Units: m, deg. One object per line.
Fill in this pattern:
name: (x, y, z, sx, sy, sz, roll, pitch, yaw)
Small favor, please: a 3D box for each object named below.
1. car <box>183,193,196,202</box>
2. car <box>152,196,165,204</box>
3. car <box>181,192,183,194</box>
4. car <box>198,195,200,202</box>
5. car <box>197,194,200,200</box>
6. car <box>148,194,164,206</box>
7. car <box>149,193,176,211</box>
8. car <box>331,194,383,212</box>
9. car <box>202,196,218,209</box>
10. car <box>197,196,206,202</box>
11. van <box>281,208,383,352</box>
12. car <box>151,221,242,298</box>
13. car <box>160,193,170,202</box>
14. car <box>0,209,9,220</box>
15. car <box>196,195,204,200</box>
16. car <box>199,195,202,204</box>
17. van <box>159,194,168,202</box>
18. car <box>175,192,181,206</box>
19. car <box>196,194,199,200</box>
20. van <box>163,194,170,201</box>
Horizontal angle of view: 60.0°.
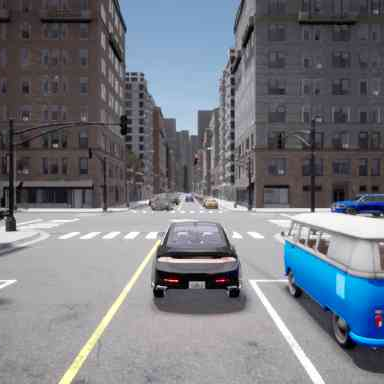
car: (-0.551, 1.495, 72.710, 1.812, 1.442, 4.674, 0, 0, -1)
car: (-6.093, 1.531, 61.637, 2.008, 1.369, 4.403, 0, 0, -1)
car: (-3.554, 1.196, 71.221, 2.150, 2.045, 5.566, 0, 0, -1)
car: (2.506, 1.535, 56.226, 2.008, 1.369, 4.403, 0, 0, -1)
car: (2.432, 1.546, 61.752, 1.947, 1.339, 4.313, 0, 0, -1)
car: (-6.019, 1.300, 56.111, 2.192, 1.841, 5.009, 0, 0, -1)
car: (-3.546, 1.344, 39.825, 2.097, 1.767, 4.553, 0, 0, 4)
car: (15.291, 1.212, 29.378, 5.566, 2.045, 2.150, 0, 0, -1)
car: (2.654, 1.516, 45.345, 1.752, 1.417, 4.829, 0, 0, -1)
car: (2.207, 1.546, 78.328, 1.802, 1.307, 4.206, 0, 0, -1)
van: (2.855, 1.341, 5.986, 1.690, 1.788, 3.998, 0, 0, 0)
car: (0.094, 1.491, 8.517, 2.128, 1.511, 4.902, 0, 0, 0)
car: (-6.318, 1.279, 78.213, 2.192, 1.841, 5.009, 0, 0, -1)
car: (-16.569, 1.580, 25.560, 4.718, 1.301, 1.895, 0, 0, -1)
car: (2.057, 1.501, 89.379, 2.008, 1.369, 4.403, 0, 0, -1)
car: (2.581, 1.428, 50.700, 1.967, 1.590, 4.097, 0, 0, -1)
van: (-6.243, 1.312, 72.687, 1.690, 1.788, 3.998, 0, 0, -1)
car: (-3.435, 1.208, 56.191, 2.150, 2.045, 5.566, 0, 0, 0)
car: (2.357, 1.520, 67.278, 1.887, 1.381, 4.507, 0, 0, -1)
van: (-6.390, 1.299, 83.737, 1.690, 1.788, 3.998, 0, 0, -1)
